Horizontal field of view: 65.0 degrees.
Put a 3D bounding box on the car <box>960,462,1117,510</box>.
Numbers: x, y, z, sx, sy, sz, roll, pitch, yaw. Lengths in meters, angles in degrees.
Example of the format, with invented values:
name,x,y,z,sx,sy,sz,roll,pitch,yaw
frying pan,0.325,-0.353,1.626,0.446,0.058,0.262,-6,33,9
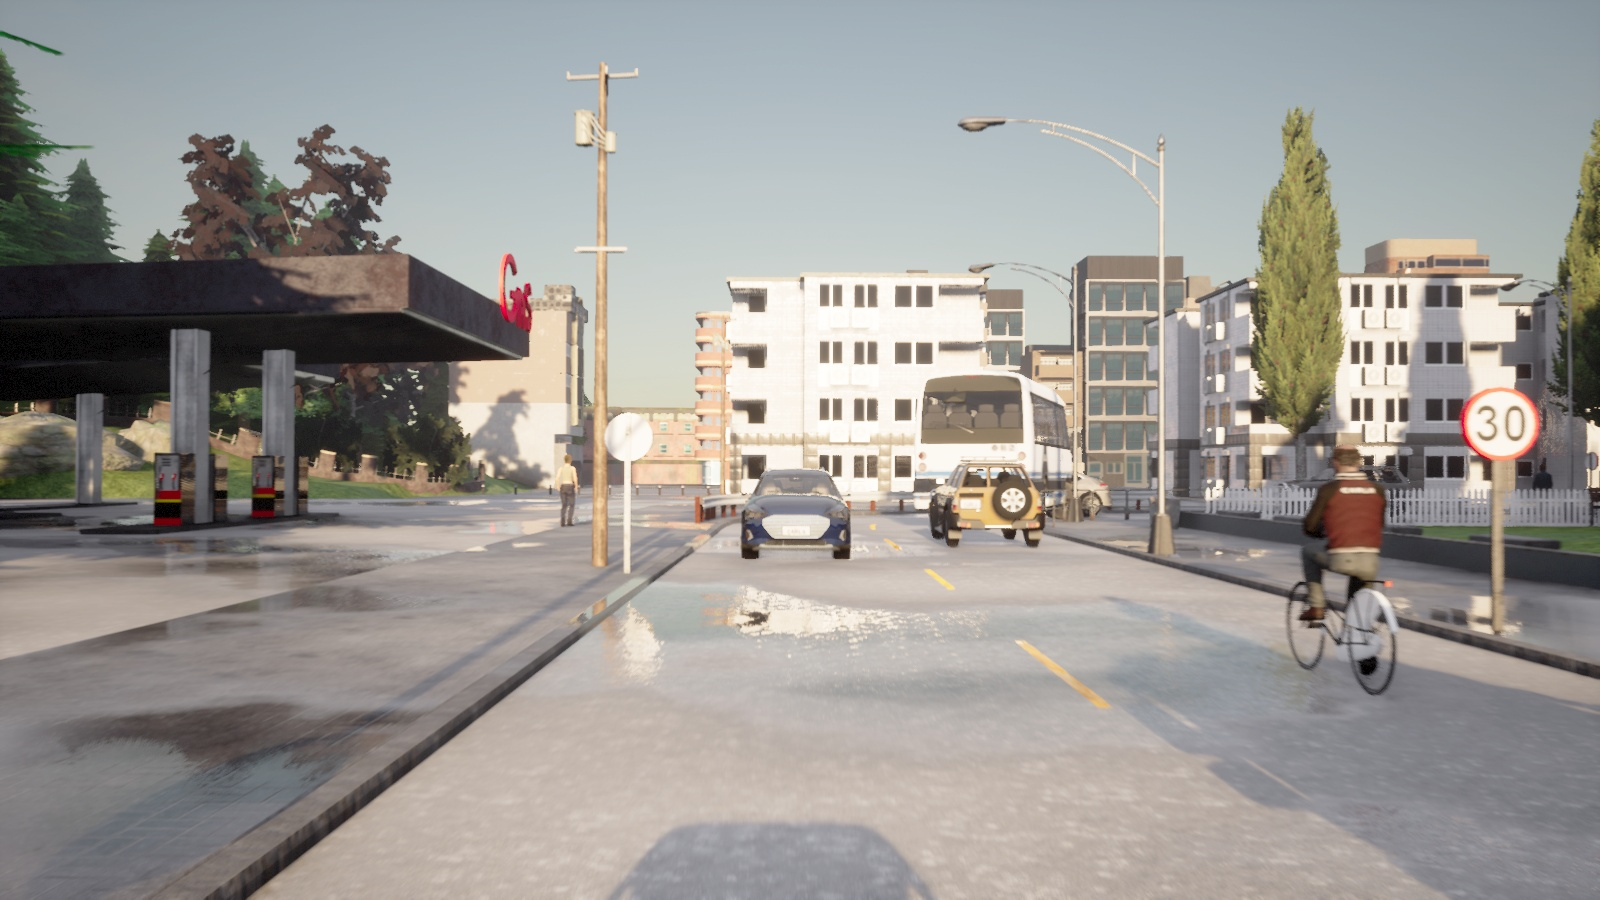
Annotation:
name,x,y,z,sx,sy,sz,roll,pitch,yaw
car,8.390,1.265,44.439,5.027,1.651,2.152,0,-2,-7

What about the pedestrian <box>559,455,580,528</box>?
name,x,y,z,sx,sy,sz,roll,pitch,yaw
pedestrian,-5.862,1.052,31.933,0.345,1.836,0.594,0,-1,10

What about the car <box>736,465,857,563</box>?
name,x,y,z,sx,sy,sz,roll,pitch,yaw
car,-0.065,1.117,23.575,2.033,1.649,4.856,0,-1,0

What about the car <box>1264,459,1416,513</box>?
name,x,y,z,sx,sy,sz,roll,pitch,yaw
car,19.231,1.266,44.892,4.605,1.855,1.932,0,-1,0

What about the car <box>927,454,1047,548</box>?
name,x,y,z,sx,sy,sz,roll,pitch,yaw
car,3.932,1.046,27.183,1.932,1.855,4.605,0,-1,0

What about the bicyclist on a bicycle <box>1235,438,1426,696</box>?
name,x,y,z,sx,sy,sz,roll,pitch,yaw
bicyclist on a bicycle,3.976,0.820,9.579,0.659,1.776,1.843,0,-1,0

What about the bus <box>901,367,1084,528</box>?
name,x,y,z,sx,sy,sz,roll,pitch,yaw
bus,6.225,0.034,38.648,3.944,4.253,10.273,-1,-1,18

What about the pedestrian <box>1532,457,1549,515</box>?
name,x,y,z,sx,sy,sz,roll,pitch,yaw
pedestrian,23.994,1.160,40.668,0.370,1.835,0.726,-1,-1,24
